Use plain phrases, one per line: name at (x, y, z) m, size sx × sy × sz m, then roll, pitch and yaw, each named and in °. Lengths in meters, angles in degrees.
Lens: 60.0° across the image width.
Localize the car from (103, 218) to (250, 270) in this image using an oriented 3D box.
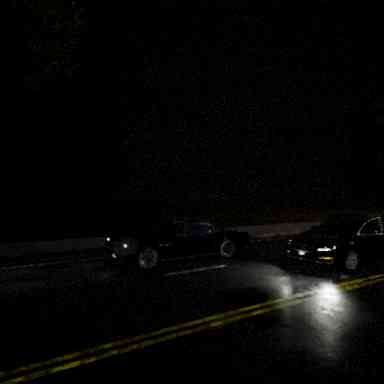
car at (-0.428, 1.574, 11.038) m, size 4.718 × 1.301 × 1.895 m, roll 0°, pitch 0°, yaw -32°

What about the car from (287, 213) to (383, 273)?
car at (5.196, 1.466, 10.637) m, size 4.892 × 1.490 × 1.837 m, roll 0°, pitch 0°, yaw -30°
